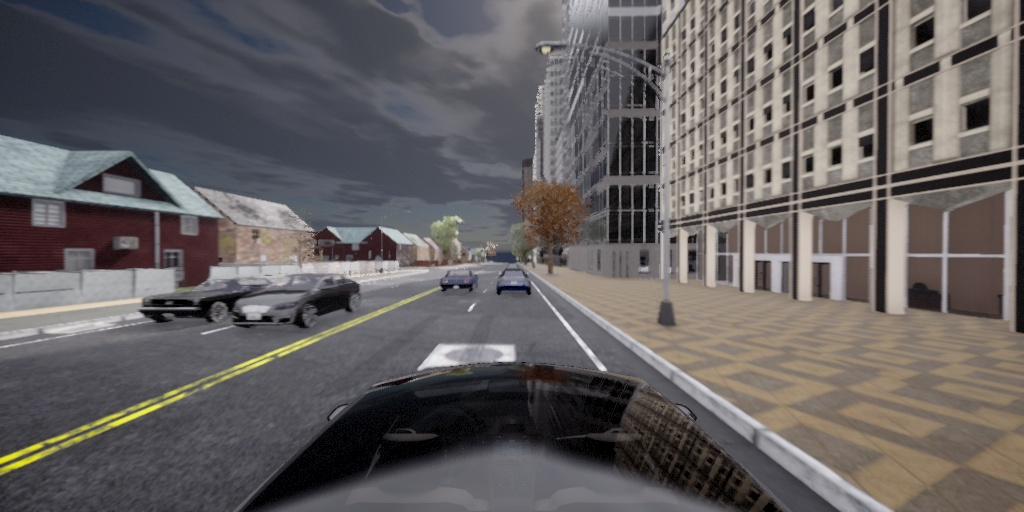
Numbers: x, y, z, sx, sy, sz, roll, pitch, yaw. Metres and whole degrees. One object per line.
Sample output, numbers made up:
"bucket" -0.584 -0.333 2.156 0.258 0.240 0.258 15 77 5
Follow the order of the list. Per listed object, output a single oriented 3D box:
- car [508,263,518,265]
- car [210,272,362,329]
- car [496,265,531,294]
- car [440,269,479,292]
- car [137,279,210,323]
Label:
"car" 0.104 1.624 47.598 1.994 1.385 4.181 0 0 0
"car" -6.592 1.301 11.609 2.128 1.511 4.902 0 0 0
"car" 0.102 1.438 21.611 1.994 1.385 4.181 0 0 0
"car" -3.148 1.480 22.412 1.895 1.301 4.718 0 0 0
"car" -9.843 1.416 12.499 1.895 1.301 4.718 0 0 0
